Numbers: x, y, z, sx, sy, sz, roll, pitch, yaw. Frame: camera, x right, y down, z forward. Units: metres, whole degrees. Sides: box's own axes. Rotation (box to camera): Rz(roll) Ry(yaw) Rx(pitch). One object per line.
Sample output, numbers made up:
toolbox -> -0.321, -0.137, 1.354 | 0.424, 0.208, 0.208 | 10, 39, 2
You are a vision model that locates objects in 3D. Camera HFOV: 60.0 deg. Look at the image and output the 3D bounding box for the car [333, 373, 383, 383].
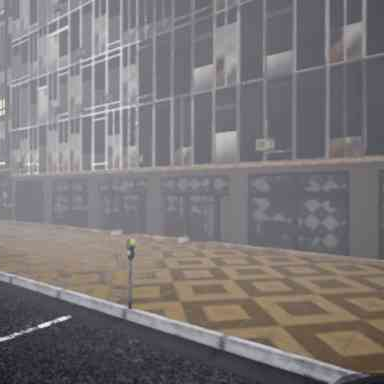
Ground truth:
car -> 2.442, 1.563, 1.128 | 4.313, 1.339, 1.947 | 0, 0, 35
